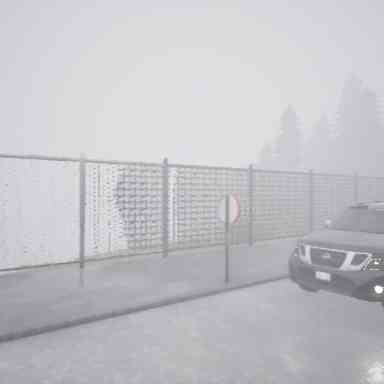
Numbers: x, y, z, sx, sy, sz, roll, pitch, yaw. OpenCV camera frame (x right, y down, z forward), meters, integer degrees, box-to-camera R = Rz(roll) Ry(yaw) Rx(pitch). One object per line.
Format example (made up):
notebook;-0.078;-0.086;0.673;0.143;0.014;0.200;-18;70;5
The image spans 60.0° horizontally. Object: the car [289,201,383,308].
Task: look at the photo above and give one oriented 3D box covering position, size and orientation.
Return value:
car;4.743;1.263;7.958;5.566;2.045;2.150;0;0;-36
